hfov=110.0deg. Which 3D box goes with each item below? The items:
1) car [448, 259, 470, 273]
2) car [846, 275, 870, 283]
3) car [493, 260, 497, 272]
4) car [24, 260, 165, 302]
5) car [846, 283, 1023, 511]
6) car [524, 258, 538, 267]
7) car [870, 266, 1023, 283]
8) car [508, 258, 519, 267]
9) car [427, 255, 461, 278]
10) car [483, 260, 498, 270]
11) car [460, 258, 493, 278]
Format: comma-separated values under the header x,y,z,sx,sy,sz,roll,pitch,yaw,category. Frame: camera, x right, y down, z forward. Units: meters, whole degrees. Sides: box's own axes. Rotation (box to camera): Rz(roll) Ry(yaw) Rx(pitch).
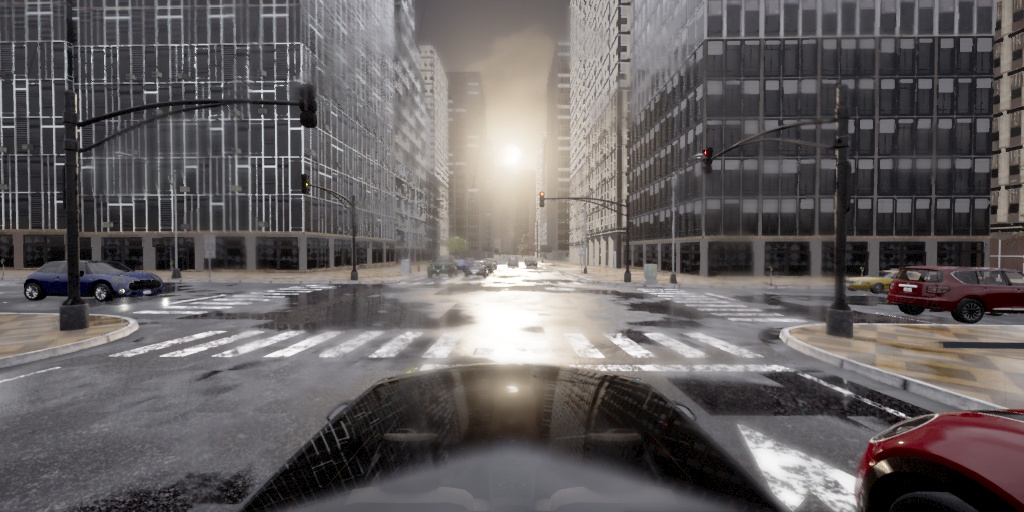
x,y,z,sx,sy,sz,roll,pitch,yaw,category
-6.453,1.201,44.134,1.882,1.535,5.008,0,0,0,car
21.866,1.409,20.771,4.829,1.417,1.751,0,0,1,car
-3.208,1.325,43.207,1.895,1.301,4.718,0,0,0,car
-18.148,0.971,15.731,4.553,1.767,2.097,1,1,3,car
3.253,1.103,0.394,2.097,1.767,4.553,0,0,0,car
3.464,1.303,63.364,1.895,1.301,4.718,0,0,0,car
16.227,1.281,12.505,5.009,1.841,2.192,0,0,1,car
0.214,1.267,63.346,1.994,1.385,4.181,0,0,0,car
-6.479,0.954,34.169,2.150,2.045,5.566,0,0,0,car
-3.163,1.261,53.911,2.033,1.411,5.357,0,0,0,car
-3.238,1.224,33.926,2.128,1.511,4.902,0,0,1,car
